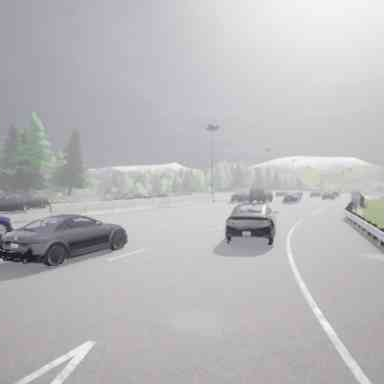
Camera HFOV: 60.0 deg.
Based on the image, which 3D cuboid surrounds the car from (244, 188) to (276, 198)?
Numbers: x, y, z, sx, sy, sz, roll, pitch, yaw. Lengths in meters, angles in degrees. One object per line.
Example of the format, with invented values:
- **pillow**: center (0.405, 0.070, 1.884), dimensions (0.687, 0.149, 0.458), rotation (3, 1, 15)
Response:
- **car**: center (9.330, 0.508, 44.922), dimensions (2.150, 2.045, 5.566), rotation (0, 0, 27)

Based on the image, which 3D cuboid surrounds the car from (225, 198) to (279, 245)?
- **car**: center (2.642, 1.234, 14.281), dimensions (2.128, 1.511, 4.902), rotation (-1, 1, 16)

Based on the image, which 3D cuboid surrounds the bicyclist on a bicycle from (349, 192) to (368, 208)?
- **bicyclist on a bicycle**: center (17.532, 0.780, 34.954), dimensions (0.582, 1.620, 1.656), rotation (2, 0, -42)

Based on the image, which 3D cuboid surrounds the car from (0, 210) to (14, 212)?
- **car**: center (-8.280, 1.495, 10.502), dimensions (1.994, 1.385, 4.181), rotation (0, 1, 27)

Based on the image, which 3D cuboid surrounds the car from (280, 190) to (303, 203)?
- **car**: center (13.965, 0.745, 46.282), dimensions (1.812, 1.442, 4.674), rotation (0, 1, 27)

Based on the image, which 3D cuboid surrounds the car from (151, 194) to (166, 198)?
- **car**: center (-6.949, 0.720, 67.076), dimensions (2.128, 1.511, 4.902), rotation (0, 1, 28)

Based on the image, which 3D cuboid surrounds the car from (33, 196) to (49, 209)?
- **car**: center (-18.430, 1.197, 37.206), dimensions (2.128, 1.511, 4.902), rotation (0, 1, 27)

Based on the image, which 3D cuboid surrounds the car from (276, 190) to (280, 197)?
- **car**: center (19.675, 0.310, 72.878), dimensions (1.882, 1.535, 5.008), rotation (0, 1, 27)

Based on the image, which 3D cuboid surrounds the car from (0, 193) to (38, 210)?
- **car**: center (-21.069, 1.059, 39.726), dimensions (2.097, 1.767, 4.553), rotation (0, 1, 27)

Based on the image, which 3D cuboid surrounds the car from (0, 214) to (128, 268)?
- **car**: center (-4.045, 1.435, 11.095), dimensions (1.994, 1.385, 4.181), rotation (0, 1, 27)

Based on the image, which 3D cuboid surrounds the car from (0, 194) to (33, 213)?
- **car**: center (-17.726, 1.133, 30.908), dimensions (2.097, 1.767, 4.553), rotation (0, 1, 27)

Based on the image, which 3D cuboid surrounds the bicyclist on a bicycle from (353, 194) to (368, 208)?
- **bicyclist on a bicycle**: center (17.079, 0.798, 34.071), dimensions (1.656, 1.620, 0.582), rotation (1, 2, 20)

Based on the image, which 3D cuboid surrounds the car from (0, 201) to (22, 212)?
- **car**: center (-10.300, 1.384, 14.240), dimensions (1.882, 1.535, 5.008), rotation (0, 1, 27)

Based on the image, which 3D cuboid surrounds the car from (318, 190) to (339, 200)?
- **car**: center (23.211, 0.534, 56.594), dimensions (2.033, 1.411, 5.357), rotation (0, 1, 27)

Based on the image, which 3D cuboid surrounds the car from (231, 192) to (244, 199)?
- **car**: center (7.211, 0.776, 48.453), dimensions (1.837, 1.490, 4.892), rotation (0, 0, 27)

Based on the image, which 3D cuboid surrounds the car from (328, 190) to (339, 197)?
- **car**: center (29.010, 0.281, 68.070), dimensions (1.837, 1.490, 4.892), rotation (0, 1, 27)

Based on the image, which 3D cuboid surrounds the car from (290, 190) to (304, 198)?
- **car**: center (22.215, 0.360, 70.165), dimensions (2.128, 1.511, 4.902), rotation (0, 1, 27)

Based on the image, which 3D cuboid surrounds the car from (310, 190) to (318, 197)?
- **car**: center (25.899, 0.338, 69.673), dimensions (2.033, 1.411, 5.357), rotation (0, 1, 27)
